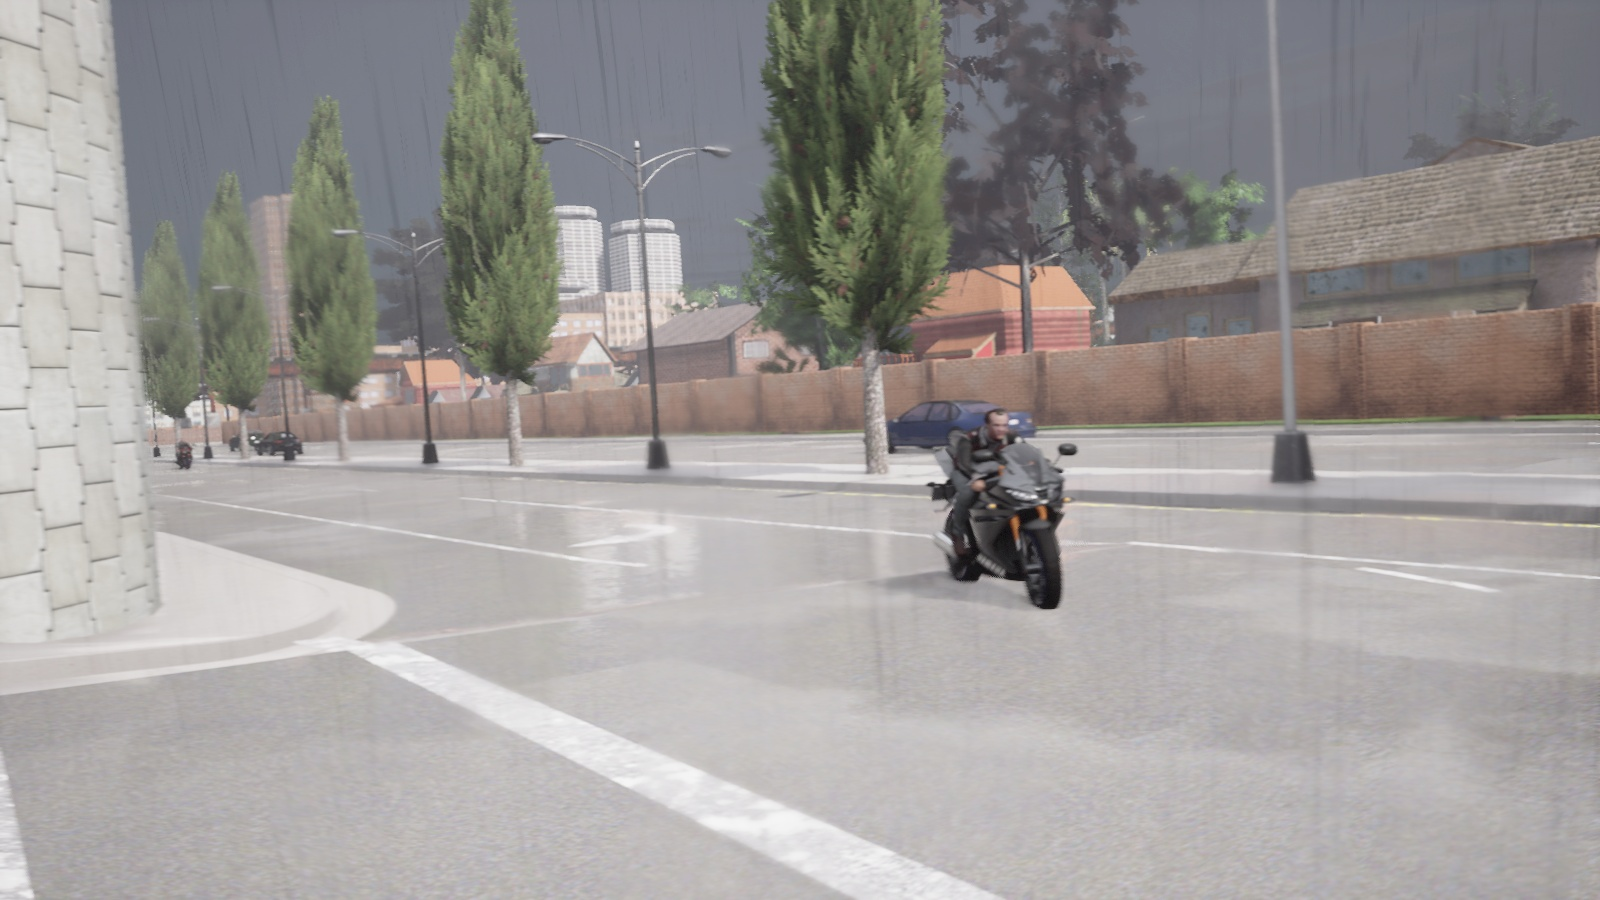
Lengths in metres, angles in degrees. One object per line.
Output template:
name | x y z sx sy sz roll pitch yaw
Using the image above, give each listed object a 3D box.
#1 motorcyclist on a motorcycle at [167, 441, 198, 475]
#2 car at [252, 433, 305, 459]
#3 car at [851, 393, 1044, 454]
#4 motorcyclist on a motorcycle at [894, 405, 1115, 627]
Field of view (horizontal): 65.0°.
motorcyclist on a motorcycle | -29.515 0.365 59.998 0.866 1.530 2.191 -6 3 -36
car | -31.773 -0.242 76.427 1.812 1.442 4.674 -6 3 -36
car | 3.900 -0.674 34.187 2.033 1.411 5.357 -6 3 -36
motorcyclist on a motorcycle | 1.562 0.437 10.077 0.866 1.530 2.191 -4 3 -14
